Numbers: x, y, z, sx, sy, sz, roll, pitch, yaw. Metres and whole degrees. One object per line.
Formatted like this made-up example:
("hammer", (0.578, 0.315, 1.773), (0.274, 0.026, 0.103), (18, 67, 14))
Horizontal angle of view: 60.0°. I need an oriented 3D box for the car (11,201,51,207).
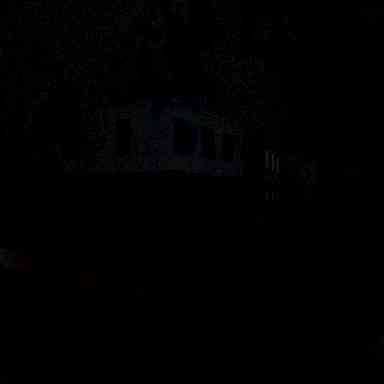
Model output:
("car", (-14.755, 1.527, 29.250), (2.033, 1.411, 5.357), (0, 0, 29))
